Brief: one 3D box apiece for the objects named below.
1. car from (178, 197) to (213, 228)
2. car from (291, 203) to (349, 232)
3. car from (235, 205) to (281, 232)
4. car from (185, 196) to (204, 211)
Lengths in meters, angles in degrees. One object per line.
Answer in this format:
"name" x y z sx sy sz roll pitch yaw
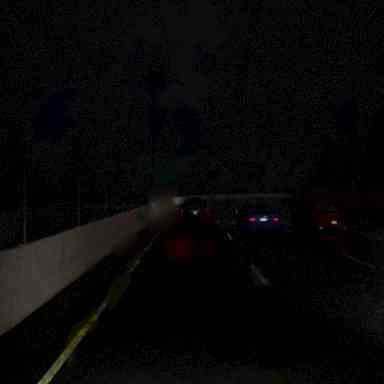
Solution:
"car" 0.204 1.239 21.545 2.097 1.767 4.553 0 0 0
"car" 7.194 1.375 19.257 1.882 1.535 5.008 0 0 0
"car" 3.694 1.444 19.407 2.033 1.411 5.357 0 0 0
"car" 0.329 1.283 39.137 2.128 1.511 4.902 0 0 1
